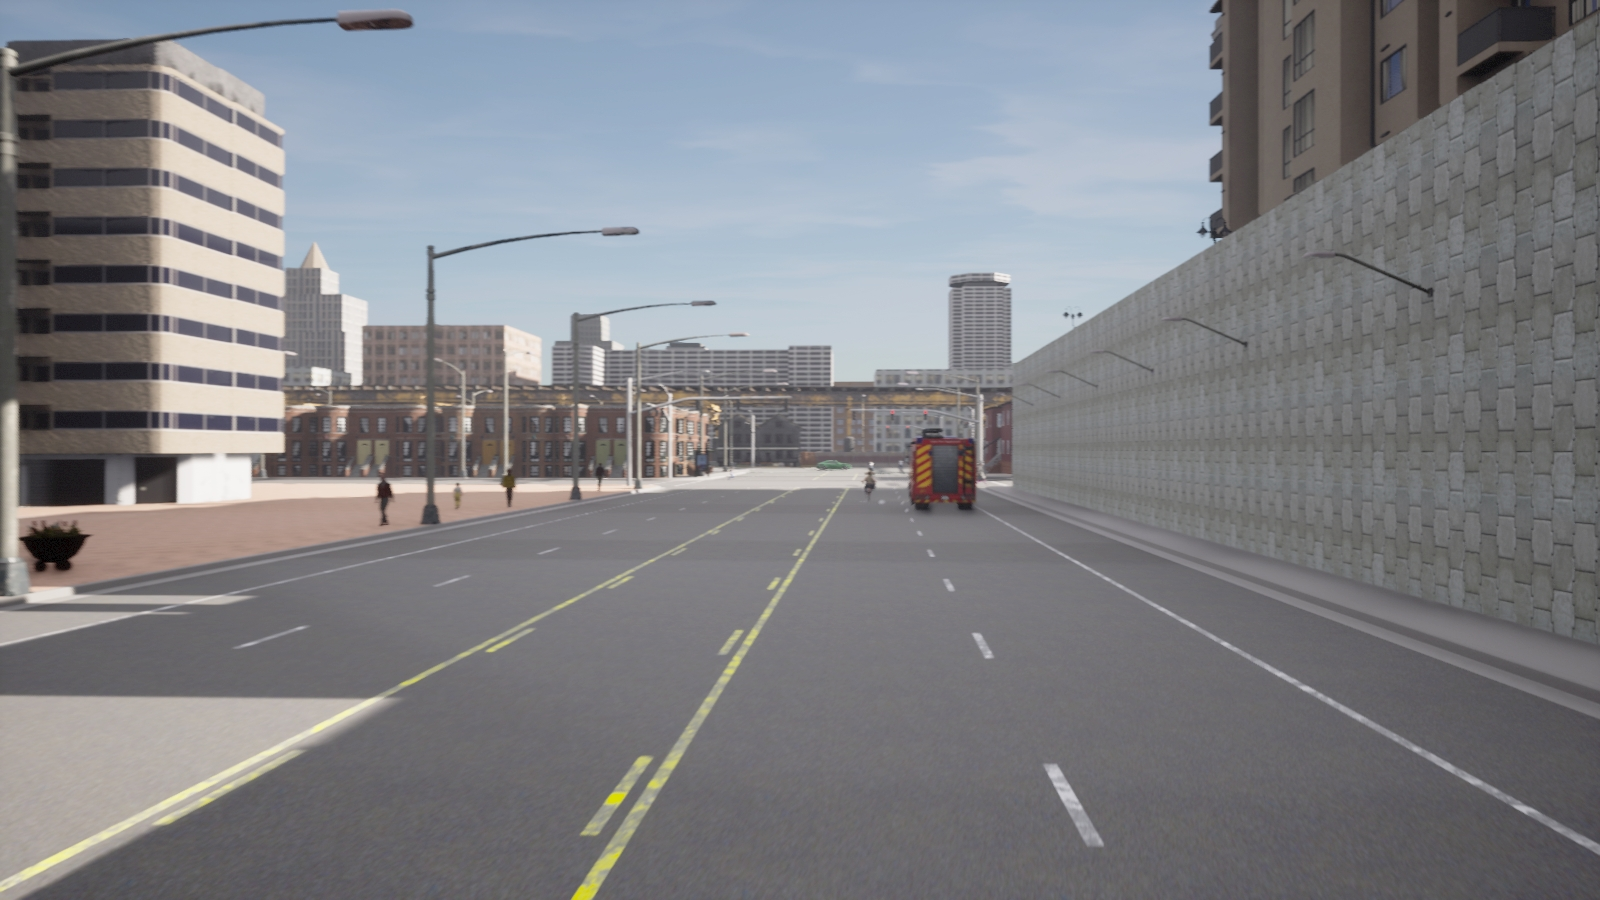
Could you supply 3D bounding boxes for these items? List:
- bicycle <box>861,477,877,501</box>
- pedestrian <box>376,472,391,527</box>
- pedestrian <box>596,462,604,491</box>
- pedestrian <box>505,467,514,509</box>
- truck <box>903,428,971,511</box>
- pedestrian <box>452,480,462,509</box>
[{"bbox_3d":[3.838,2.148,63.353,0.859,1.301,1.487,0,0,4],"label":"bicycle"},{"bbox_3d":[-14.203,1.687,38.954,0.375,1.860,0.375,0,0,4],"label":"pedestrian"},{"bbox_3d":[-12.712,1.687,72.552,0.375,1.860,0.375,0,0,7],"label":"pedestrian"},{"bbox_3d":[-13.039,1.686,51.264,0.375,1.860,0.375,0,0,-14],"label":"pedestrian"},{"bbox_3d":[6.685,0.894,56.800,2.891,3.827,8.468,0,0,4],"label":"truck"},{"bbox_3d":[-15.247,1.978,50.807,0.375,1.300,0.375,0,0,-7],"label":"pedestrian"}]
